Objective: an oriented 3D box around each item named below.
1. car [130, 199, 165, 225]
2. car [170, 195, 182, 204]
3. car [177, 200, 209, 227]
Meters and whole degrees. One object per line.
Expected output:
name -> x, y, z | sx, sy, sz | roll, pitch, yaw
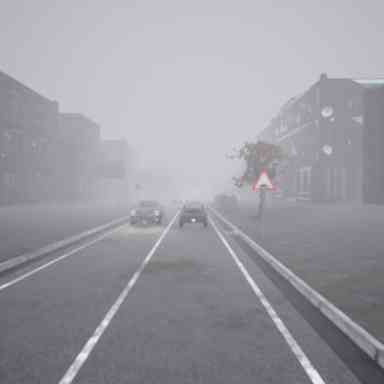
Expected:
car -> -3.107, 1.341, 23.921 | 2.097, 1.767, 4.553 | 0, 1, 0
car -> -3.044, 1.358, 64.642 | 2.097, 1.767, 4.553 | 0, 0, 0
car -> 0.091, 1.522, 23.226 | 1.837, 1.490, 4.892 | 0, 0, 0
